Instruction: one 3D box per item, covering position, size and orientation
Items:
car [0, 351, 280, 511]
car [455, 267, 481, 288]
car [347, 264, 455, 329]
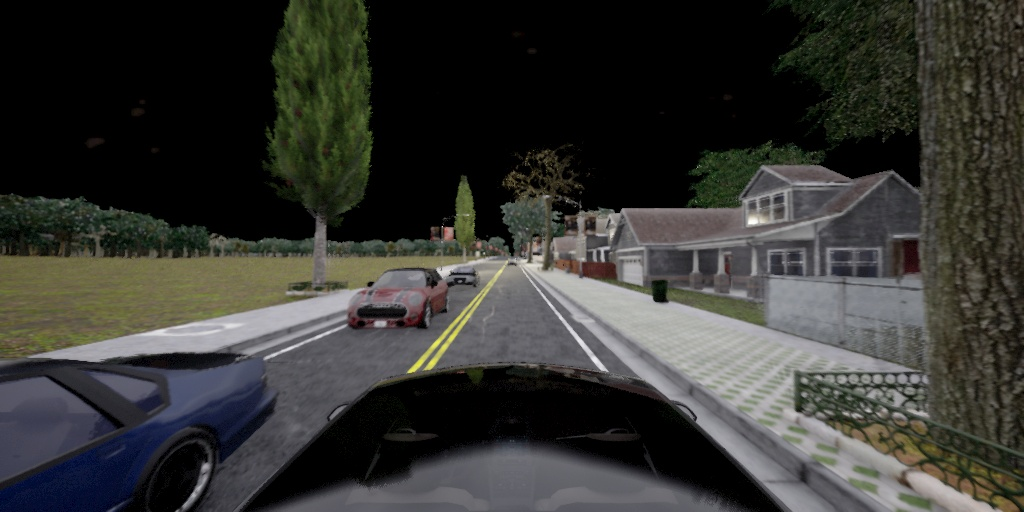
[{"bbox_3d":[-3.352,1.294,1.353,2.033,1.411,5.357,0,0,0],"label":"car"},{"bbox_3d":[-3.263,1.419,24.615,1.994,1.385,4.181,0,0,0],"label":"car"},{"bbox_3d":[-3.339,1.154,11.373,2.097,1.767,4.553,0,0,0],"label":"car"}]
